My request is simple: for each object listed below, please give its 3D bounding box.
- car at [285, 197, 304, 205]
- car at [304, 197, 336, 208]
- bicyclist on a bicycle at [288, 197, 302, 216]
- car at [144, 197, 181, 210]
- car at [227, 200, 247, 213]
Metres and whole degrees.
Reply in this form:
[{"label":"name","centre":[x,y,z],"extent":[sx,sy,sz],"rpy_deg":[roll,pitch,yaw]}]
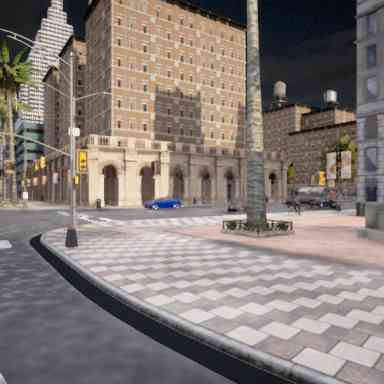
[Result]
[{"label":"car","centre":[18.303,1.546,57.141],"extent":[5.357,1.411,2.033],"rpy_deg":[0,0,-33]},{"label":"car","centre":[19.304,1.504,49.313],"extent":[4.892,1.490,1.837],"rpy_deg":[0,0,-34]},{"label":"bicyclist on a bicycle","centre":[9.170,1.300,29.683],"extent":[0.582,1.620,1.656],"rpy_deg":[0,0,-33]},{"label":"car","centre":[-3.753,1.476,42.721],"extent":[5.008,1.535,1.882],"rpy_deg":[0,0,-33]},{"label":"car","centre":[5.881,1.563,36.232],"extent":[4.181,1.385,1.994],"rpy_deg":[0,0,-33]}]
